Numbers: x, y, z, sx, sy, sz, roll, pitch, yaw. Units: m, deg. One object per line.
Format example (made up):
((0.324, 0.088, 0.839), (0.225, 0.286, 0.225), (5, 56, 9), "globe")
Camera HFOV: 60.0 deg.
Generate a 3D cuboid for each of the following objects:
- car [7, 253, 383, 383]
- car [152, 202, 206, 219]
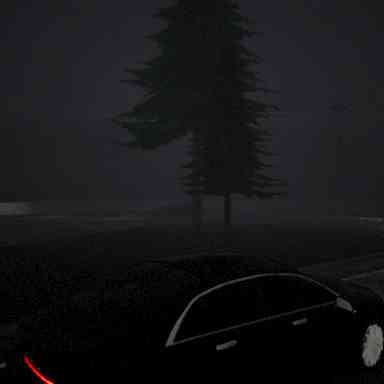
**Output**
((0.551, 1.530, 4.052), (4.892, 1.490, 1.837), (0, 0, -36), "car")
((-1.163, 1.632, 29.987), (4.902, 1.511, 2.128), (1, -1, -14), "car")
